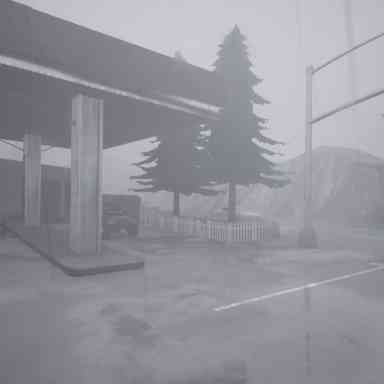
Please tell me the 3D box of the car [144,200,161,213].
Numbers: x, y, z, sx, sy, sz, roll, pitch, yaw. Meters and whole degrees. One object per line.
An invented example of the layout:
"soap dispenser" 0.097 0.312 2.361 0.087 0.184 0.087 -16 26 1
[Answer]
"car" -5.653 1.688 38.802 2.033 1.411 5.357 1 0 -35

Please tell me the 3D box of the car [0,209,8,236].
"car" -11.665 1.520 18.470 2.242 1.667 4.611 1 0 -36

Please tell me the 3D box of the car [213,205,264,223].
"car" 3.503 1.772 25.830 1.812 1.442 4.674 1 0 -35

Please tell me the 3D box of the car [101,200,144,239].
"car" -4.534 1.446 18.268 1.905 1.878 3.866 1 0 -36
